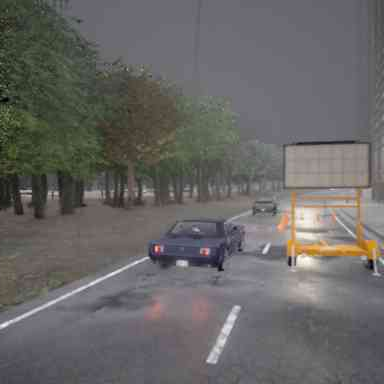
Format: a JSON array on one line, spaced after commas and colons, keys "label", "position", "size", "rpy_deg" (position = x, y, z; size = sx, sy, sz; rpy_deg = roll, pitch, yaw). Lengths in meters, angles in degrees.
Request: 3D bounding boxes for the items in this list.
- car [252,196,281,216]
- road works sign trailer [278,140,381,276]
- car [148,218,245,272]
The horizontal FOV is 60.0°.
[{"label": "car", "position": [6.166, 1.106, 27.331], "size": [2.128, 1.511, 4.902], "rpy_deg": [0, 1, 20]}, {"label": "road works sign trailer", "position": [3.947, 0.296, 9.922], "size": [2.380, 3.560, 2.880], "rpy_deg": [0, 1, 12]}, {"label": "car", "position": [0.437, 1.446, 10.355], "size": [1.895, 1.301, 4.718], "rpy_deg": [0, 1, 18]}]
